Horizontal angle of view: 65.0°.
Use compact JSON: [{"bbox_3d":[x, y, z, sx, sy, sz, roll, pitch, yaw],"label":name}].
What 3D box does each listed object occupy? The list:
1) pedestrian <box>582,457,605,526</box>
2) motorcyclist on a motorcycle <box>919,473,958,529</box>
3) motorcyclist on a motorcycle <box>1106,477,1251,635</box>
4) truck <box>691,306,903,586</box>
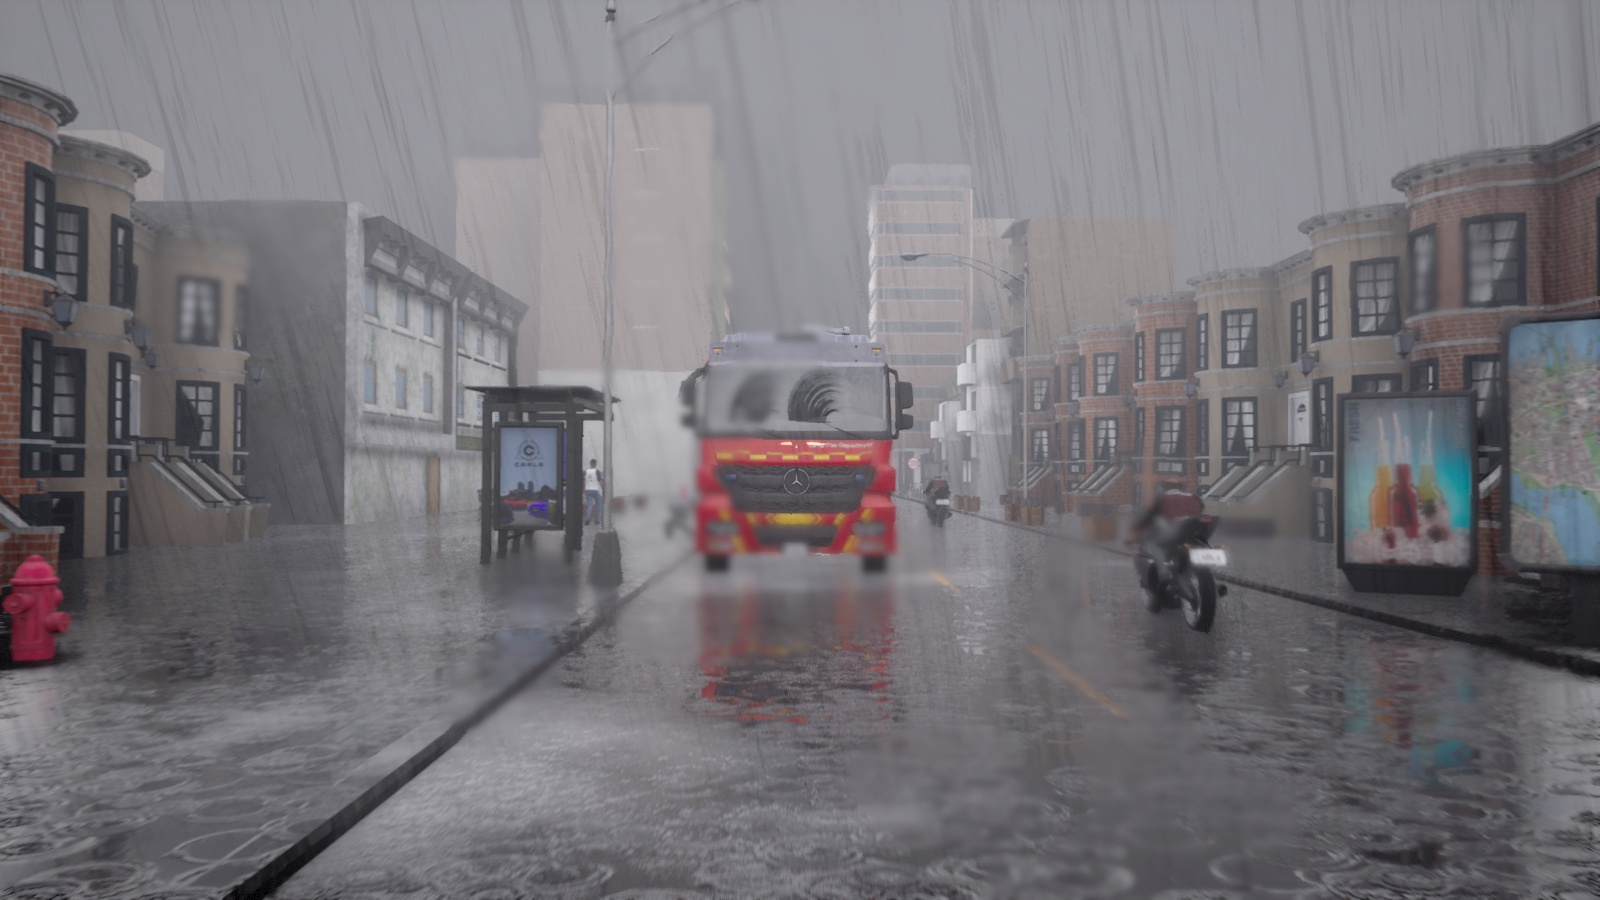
[{"bbox_3d":[-5.529,1.110,33.695,0.354,1.836,0.706,0,-1,14],"label":"pedestrian"},{"bbox_3d":[3.917,1.431,35.638,0.866,1.530,2.191,0,-1,0],"label":"motorcyclist on a motorcycle"},{"bbox_3d":[3.969,1.058,13.391,0.866,1.530,2.191,0,-1,0],"label":"motorcyclist on a motorcycle"},{"bbox_3d":[-0.055,0.010,21.485,2.891,3.827,8.468,0,-1,0],"label":"truck"}]
